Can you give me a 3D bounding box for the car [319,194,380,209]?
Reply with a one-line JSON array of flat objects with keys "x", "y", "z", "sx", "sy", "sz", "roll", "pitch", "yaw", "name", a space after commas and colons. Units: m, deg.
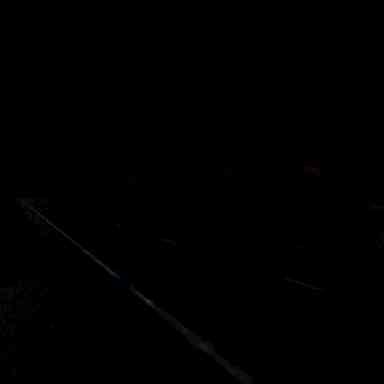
[{"x": 15.682, "y": 0.928, "z": 33.292, "sx": 5.357, "sy": 1.411, "sz": 2.033, "roll": -1, "pitch": 1, "yaw": 11, "name": "car"}]
